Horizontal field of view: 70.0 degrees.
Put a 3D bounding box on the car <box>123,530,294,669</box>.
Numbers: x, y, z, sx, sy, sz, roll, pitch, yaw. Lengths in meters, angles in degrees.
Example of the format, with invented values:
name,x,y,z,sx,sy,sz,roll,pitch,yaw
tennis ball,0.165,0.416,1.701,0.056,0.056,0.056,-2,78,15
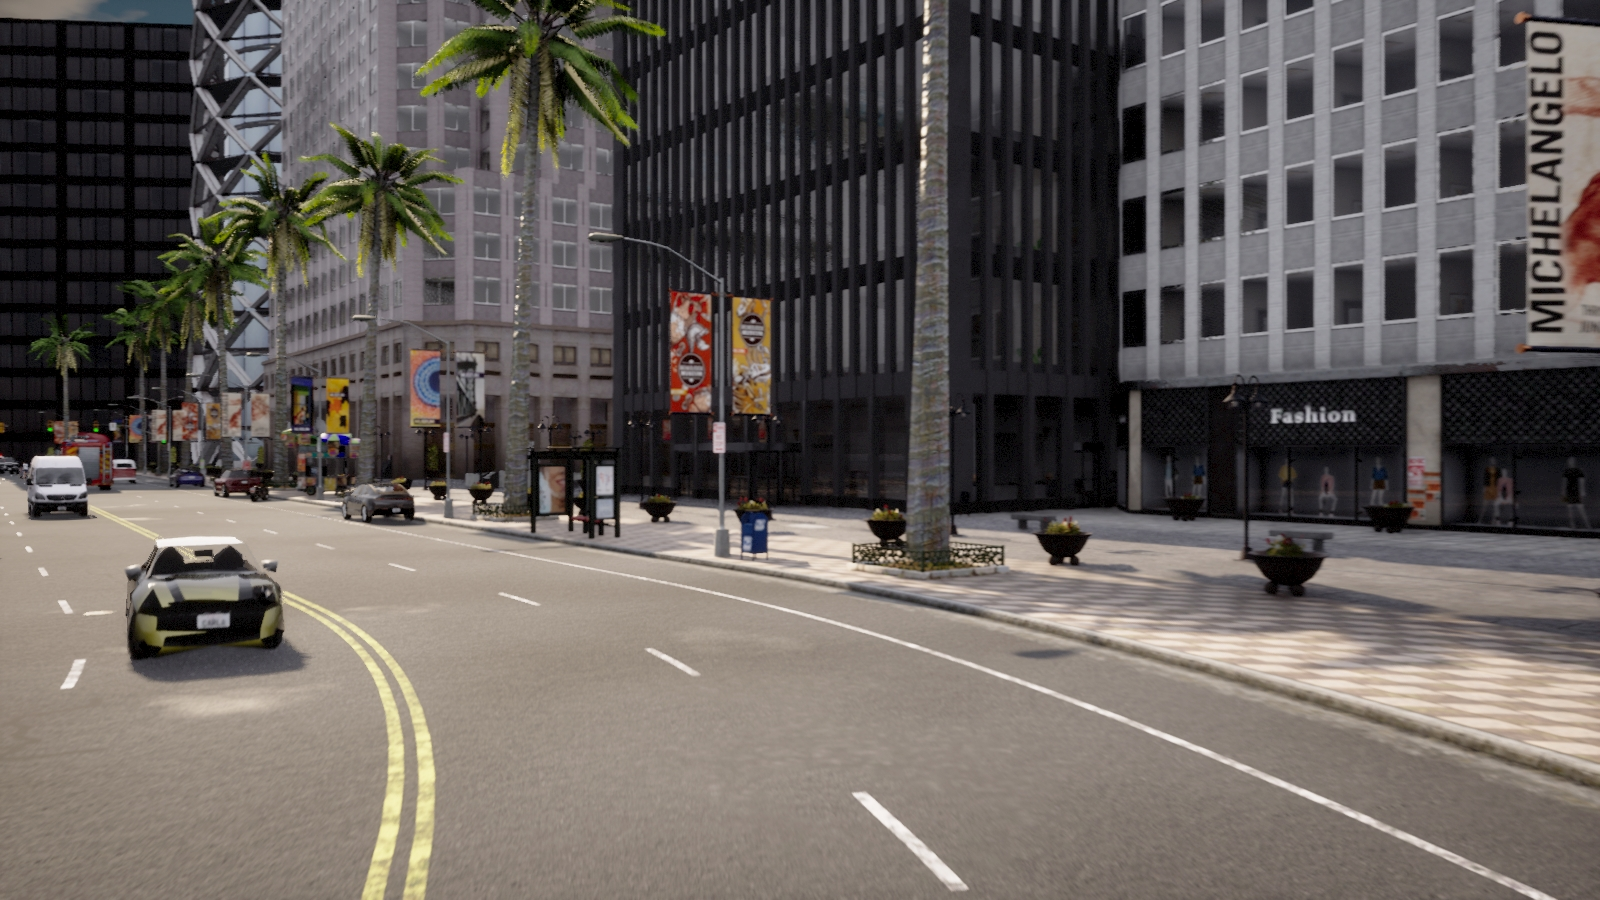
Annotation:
name,x,y,z,sx,sy,sz,roll,pitch,yaw
car,-8.768,2.067,16.776,1.970,1.475,3.806,0,0,-31

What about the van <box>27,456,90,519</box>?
name,x,y,z,sx,sy,sz,roll,pitch,yaw
van,-32.215,1.545,49.573,1.988,2.561,5.915,0,0,-36
